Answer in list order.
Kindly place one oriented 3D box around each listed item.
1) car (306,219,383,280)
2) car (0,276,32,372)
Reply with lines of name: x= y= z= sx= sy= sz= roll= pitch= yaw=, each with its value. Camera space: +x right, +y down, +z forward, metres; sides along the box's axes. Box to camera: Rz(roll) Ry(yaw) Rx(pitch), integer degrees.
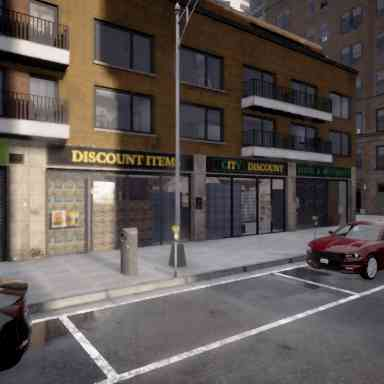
car: x=5.271 y=1.544 z=9.951 sx=4.507 sy=1.381 sz=1.887 roll=0 pitch=0 yaw=-36
car: x=-3.981 y=1.566 z=3.351 sx=4.313 sy=1.339 sz=1.947 roll=0 pitch=0 yaw=-36
